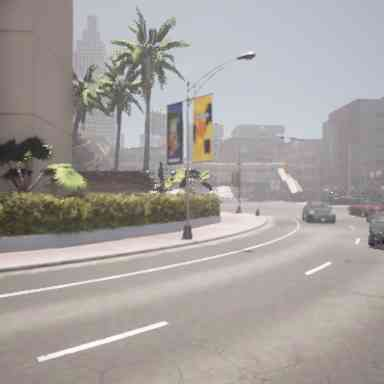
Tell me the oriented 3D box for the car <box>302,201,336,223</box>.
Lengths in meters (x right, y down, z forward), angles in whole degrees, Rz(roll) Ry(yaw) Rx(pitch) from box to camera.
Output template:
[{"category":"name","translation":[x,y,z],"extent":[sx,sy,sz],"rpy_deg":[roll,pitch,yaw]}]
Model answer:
[{"category":"car","translation":[10.620,1.594,27.981],"extent":[2.097,1.767,4.553],"rpy_deg":[0,0,11]}]

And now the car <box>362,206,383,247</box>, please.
[{"category":"car","translation":[9.225,1.635,15.288],"extent":[2.128,1.511,4.902],"rpy_deg":[0,0,29]}]

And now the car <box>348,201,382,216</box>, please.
[{"category":"car","translation":[18.112,1.669,34.709],"extent":[2.097,1.767,4.553],"rpy_deg":[0,0,2]}]

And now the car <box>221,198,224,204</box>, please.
[{"category":"car","translation":[6.634,2.113,80.978],"extent":[2.097,1.535,5.008],"rpy_deg":[0,0,-3]}]
